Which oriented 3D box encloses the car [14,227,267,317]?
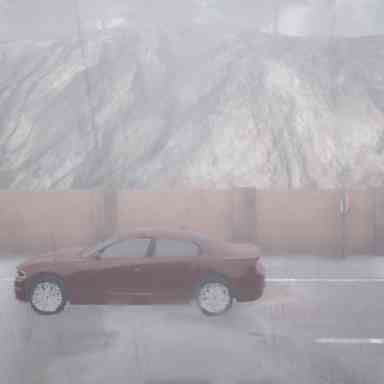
[{"bbox_3d":[-1.013,1.493,6.942,5.008,1.535,1.882,0,0,1],"label":"car"}]
